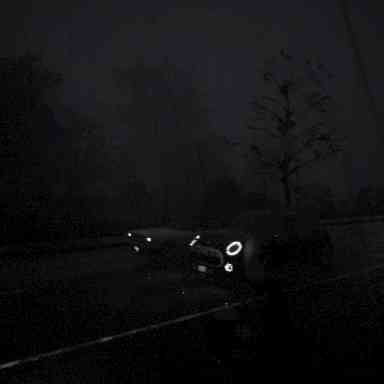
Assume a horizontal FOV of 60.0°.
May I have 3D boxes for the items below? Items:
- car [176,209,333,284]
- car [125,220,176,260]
[{"bbox_3d":[2.084,1.361,9.772,4.553,1.767,2.097,0,0,-35],"label":"car"},{"bbox_3d":[-0.059,1.610,12.545,4.718,1.301,1.895,0,0,-35],"label":"car"}]
